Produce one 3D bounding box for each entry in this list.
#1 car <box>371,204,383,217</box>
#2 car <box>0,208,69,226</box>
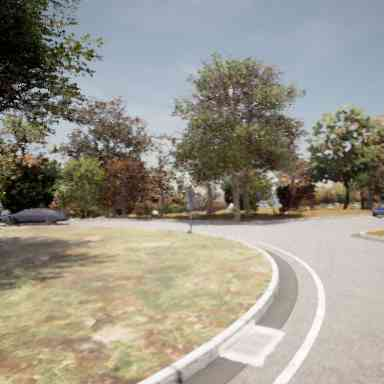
[{"bbox_3d":[19.447,1.710,32.299,4.674,1.442,1.812,0,-1,-32],"label":"car"},{"bbox_3d":[-13.204,2.067,27.882,5.357,1.411,2.033,-1,-1,-9],"label":"car"}]
